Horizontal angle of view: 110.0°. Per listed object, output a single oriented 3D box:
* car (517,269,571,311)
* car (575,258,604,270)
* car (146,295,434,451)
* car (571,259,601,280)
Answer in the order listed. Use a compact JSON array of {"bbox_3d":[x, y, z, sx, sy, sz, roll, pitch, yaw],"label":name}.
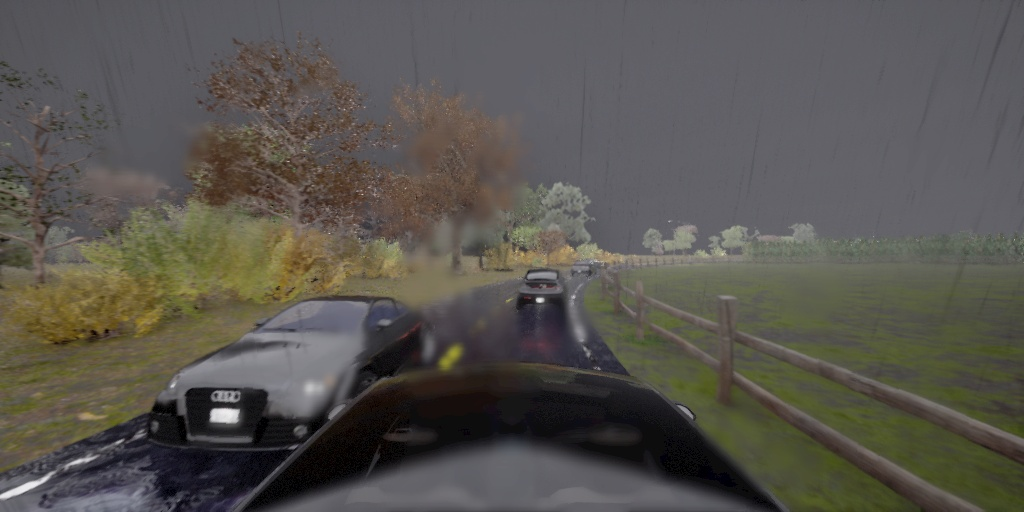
[{"bbox_3d":[1.351,1.240,14.531,1.837,1.490,4.892,0,0,9],"label":"car"},{"bbox_3d":[10.080,1.029,46.420,2.033,1.411,5.357,0,1,32],"label":"car"},{"bbox_3d":[-2.564,1.299,5.323,1.994,1.385,4.181,0,0,3],"label":"car"},{"bbox_3d":[6.806,1.111,33.490,2.128,1.511,4.902,0,1,22],"label":"car"}]
